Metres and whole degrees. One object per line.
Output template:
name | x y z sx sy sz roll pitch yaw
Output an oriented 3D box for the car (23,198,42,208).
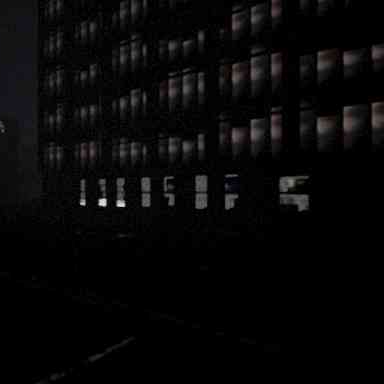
car | -19.333 1.404 42.400 1.802 1.307 4.206 0 0 36
